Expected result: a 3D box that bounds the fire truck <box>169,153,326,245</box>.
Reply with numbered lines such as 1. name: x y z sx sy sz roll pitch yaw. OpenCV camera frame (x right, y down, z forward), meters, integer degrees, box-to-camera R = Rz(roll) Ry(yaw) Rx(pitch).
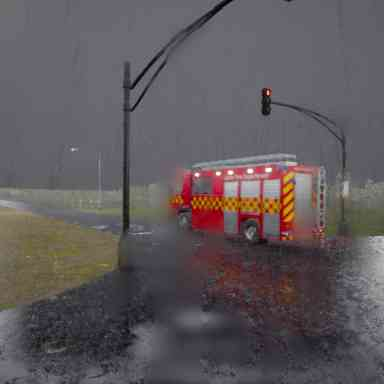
1. fire truck: 2.171 0.376 16.859 2.891 3.827 8.468 1 -1 -36
